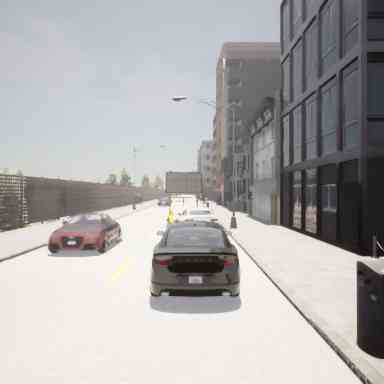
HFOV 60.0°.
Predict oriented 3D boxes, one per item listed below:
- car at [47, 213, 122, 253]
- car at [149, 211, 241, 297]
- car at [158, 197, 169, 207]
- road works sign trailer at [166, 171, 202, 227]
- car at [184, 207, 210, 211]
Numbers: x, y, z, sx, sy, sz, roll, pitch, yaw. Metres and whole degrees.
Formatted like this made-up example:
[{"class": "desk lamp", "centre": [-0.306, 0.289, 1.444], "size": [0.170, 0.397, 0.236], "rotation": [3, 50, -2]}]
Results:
[{"class": "car", "centre": [-4.157, 1.564, 13.471], "size": [1.994, 1.385, 4.181], "rotation": [0, 0, 0]}, {"class": "car", "centre": [0.064, 1.478, 8.636], "size": [1.882, 1.535, 5.008], "rotation": [0, 0, 0]}, {"class": "car", "centre": [-4.209, 1.491, 51.191], "size": [2.128, 1.511, 4.902], "rotation": [0, 0, 0]}, {"class": "road works sign trailer", "centre": [-0.571, 0.464, 21.499], "size": [2.380, 3.560, 2.880], "rotation": [0, 0, -16]}, {"class": "car", "centre": [0.258, 1.542, 17.986], "size": [1.812, 1.442, 4.674], "rotation": [0, -1, -6]}]
